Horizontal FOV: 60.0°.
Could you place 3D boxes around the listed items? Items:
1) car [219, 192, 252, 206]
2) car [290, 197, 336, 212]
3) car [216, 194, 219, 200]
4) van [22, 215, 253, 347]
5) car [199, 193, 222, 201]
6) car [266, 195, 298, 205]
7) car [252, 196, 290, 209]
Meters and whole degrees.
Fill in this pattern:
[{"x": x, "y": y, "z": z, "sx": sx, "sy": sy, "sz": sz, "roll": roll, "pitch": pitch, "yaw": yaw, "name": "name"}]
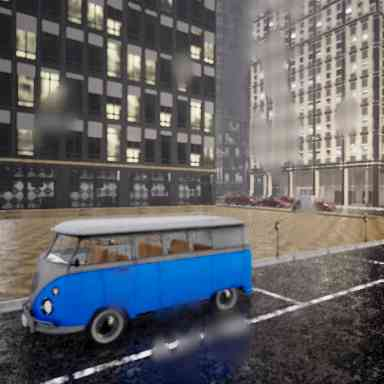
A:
[{"x": 6.384, "y": 0.898, "z": 43.785, "sx": 2.192, "sy": 1.841, "sz": 5.009, "roll": 2, "pitch": 0, "yaw": -36, "name": "car"}, {"x": 12.877, "y": 1.237, "z": 34.726, "sx": 1.967, "sy": 1.590, "sz": 4.097, "roll": 2, "pitch": 0, "yaw": -36, "name": "car"}, {"x": 6.553, "y": 0.923, "z": 57.922, "sx": 1.752, "sy": 1.417, "sz": 4.829, "roll": 2, "pitch": 0, "yaw": -36, "name": "car"}, {"x": -0.720, "y": 1.356, "z": 6.048, "sx": 3.998, "sy": 1.788, "sz": 1.690, "roll": 0, "pitch": 0, "yaw": -36, "name": "van"}, {"x": 3.401, "y": 0.859, "z": 62.315, "sx": 1.947, "sy": 1.339, "sz": 4.313, "roll": 2, "pitch": 0, "yaw": -36, "name": "car"}, {"x": 13.149, "y": 1.197, "z": 48.720, "sx": 1.802, "sy": 1.307, "sz": 4.206, "roll": 2, "pitch": 0, "yaw": -36, "name": "car"}, {"x": 9.624, "y": 1.272, "z": 39.256, "sx": 1.802, "sy": 1.307, "sz": 4.206, "roll": 2, "pitch": 0, "yaw": -36, "name": "car"}]
